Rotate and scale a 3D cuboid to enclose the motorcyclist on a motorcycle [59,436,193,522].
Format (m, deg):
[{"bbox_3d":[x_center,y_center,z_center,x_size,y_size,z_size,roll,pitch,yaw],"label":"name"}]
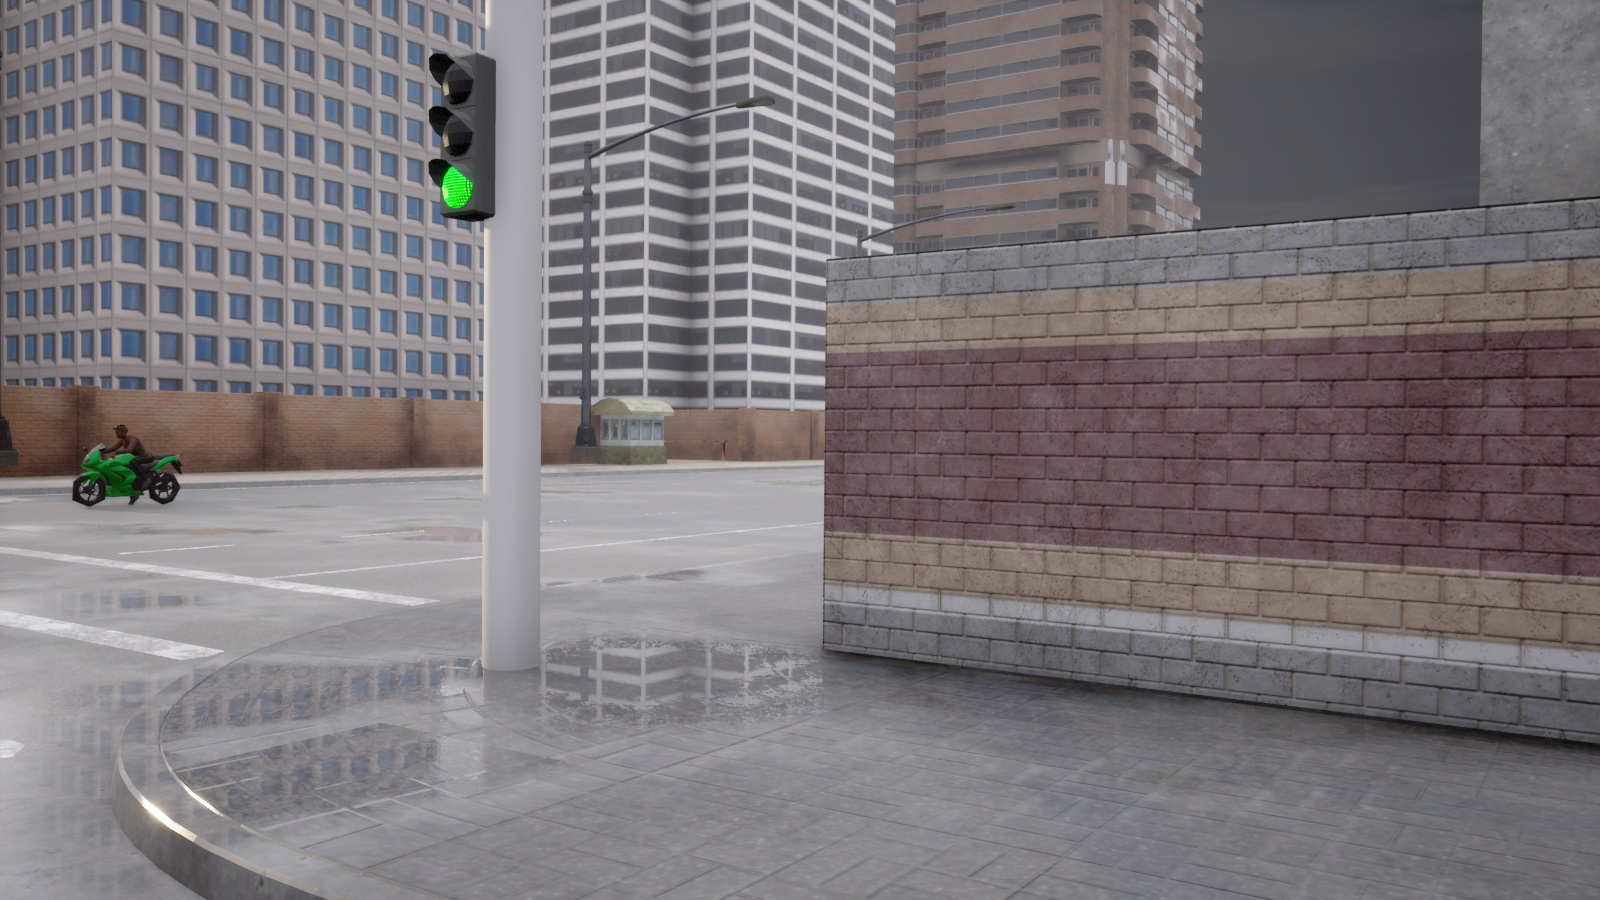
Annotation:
[{"bbox_3d":[-12.533,0.507,23.413,0.797,1.523,2.044,0,1,34],"label":"motorcyclist on a motorcycle"}]
